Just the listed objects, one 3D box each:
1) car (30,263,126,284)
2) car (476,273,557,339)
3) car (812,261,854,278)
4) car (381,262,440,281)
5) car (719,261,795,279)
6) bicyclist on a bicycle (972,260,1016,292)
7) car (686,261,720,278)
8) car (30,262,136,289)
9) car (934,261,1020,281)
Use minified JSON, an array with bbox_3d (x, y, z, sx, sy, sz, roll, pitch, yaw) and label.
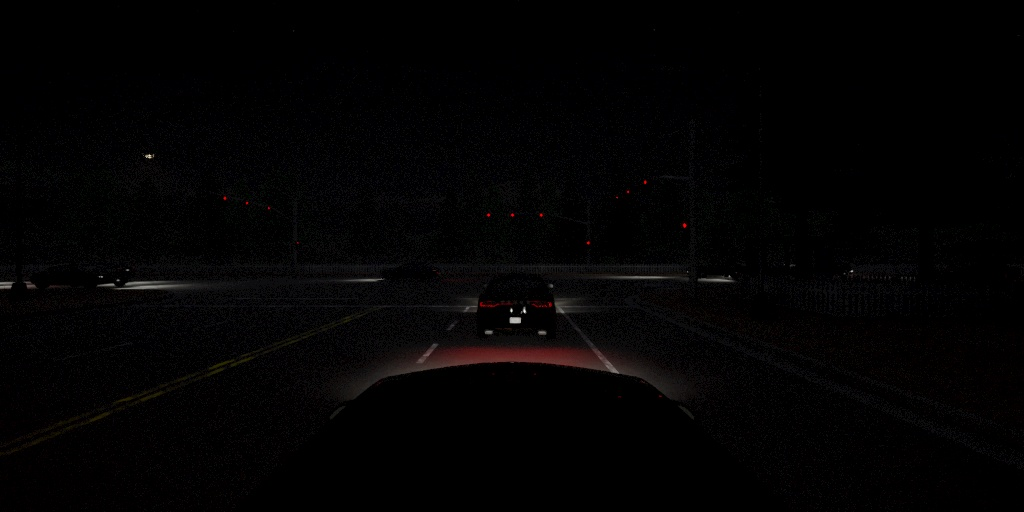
[{"bbox_3d":[-30.822,1.220,25.558,4.674,1.442,1.812,0,0,0],"label":"car"},{"bbox_3d":[0.174,1.228,10.159,1.882,1.535,5.008,0,0,2],"label":"car"},{"bbox_3d":[27.749,1.186,32.317,4.902,1.511,2.128,0,0,2],"label":"car"},{"bbox_3d":[-8.206,1.236,29.181,4.674,1.442,1.812,0,0,0],"label":"car"},{"bbox_3d":[20.236,1.242,29.018,5.357,1.411,2.033,0,0,-1],"label":"car"},{"bbox_3d":[22.822,0.995,17.020,0.582,1.620,1.656,0,0,0],"label":"bicyclist on a bicycle"},{"bbox_3d":[18.418,1.186,32.496,4.902,1.511,2.128,0,0,1],"label":"car"},{"bbox_3d":[-26.579,1.220,22.073,4.674,1.442,1.812,0,0,0],"label":"car"},{"bbox_3d":[36.340,1.172,28.296,5.008,1.535,1.882,0,0,9],"label":"car"}]
